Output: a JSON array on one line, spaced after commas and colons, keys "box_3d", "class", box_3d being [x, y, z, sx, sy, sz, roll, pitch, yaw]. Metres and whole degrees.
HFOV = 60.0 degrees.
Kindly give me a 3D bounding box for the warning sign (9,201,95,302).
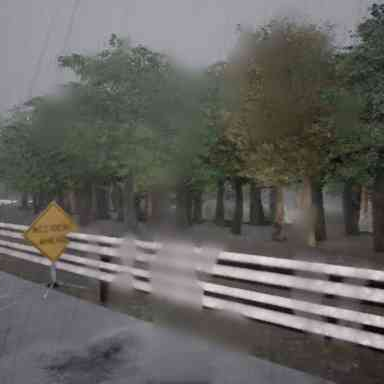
[{"box_3d": [-2.942, 1.131, 7.040, 1.060, 1.860, 1.300, -1, 0, 39], "class": "warning sign"}]
